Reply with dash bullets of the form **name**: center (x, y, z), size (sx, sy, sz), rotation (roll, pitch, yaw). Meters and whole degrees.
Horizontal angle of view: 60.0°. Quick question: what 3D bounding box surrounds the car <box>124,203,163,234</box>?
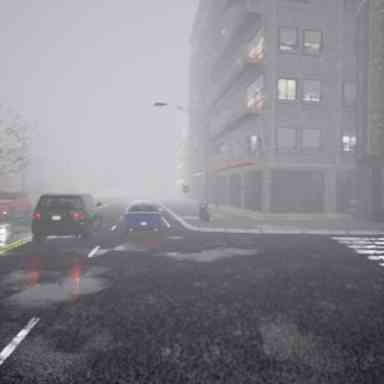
- **car**: center (-2.618, 1.321, 18.049), size (1.882, 1.535, 5.008), rotation (1, 0, -8)

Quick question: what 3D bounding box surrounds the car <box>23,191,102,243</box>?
- **car**: center (-5.490, 1.050, 15.229), size (2.150, 2.045, 5.566), rotation (1, 0, -8)

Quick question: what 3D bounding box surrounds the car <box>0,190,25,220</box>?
- **car**: center (-13.557, 0.889, 24.292), size (2.150, 2.045, 5.566), rotation (1, 0, -8)

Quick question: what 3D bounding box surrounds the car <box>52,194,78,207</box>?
- **car**: center (-16.380, 1.004, 43.279), size (2.128, 1.511, 4.902), rotation (1, 0, -8)
